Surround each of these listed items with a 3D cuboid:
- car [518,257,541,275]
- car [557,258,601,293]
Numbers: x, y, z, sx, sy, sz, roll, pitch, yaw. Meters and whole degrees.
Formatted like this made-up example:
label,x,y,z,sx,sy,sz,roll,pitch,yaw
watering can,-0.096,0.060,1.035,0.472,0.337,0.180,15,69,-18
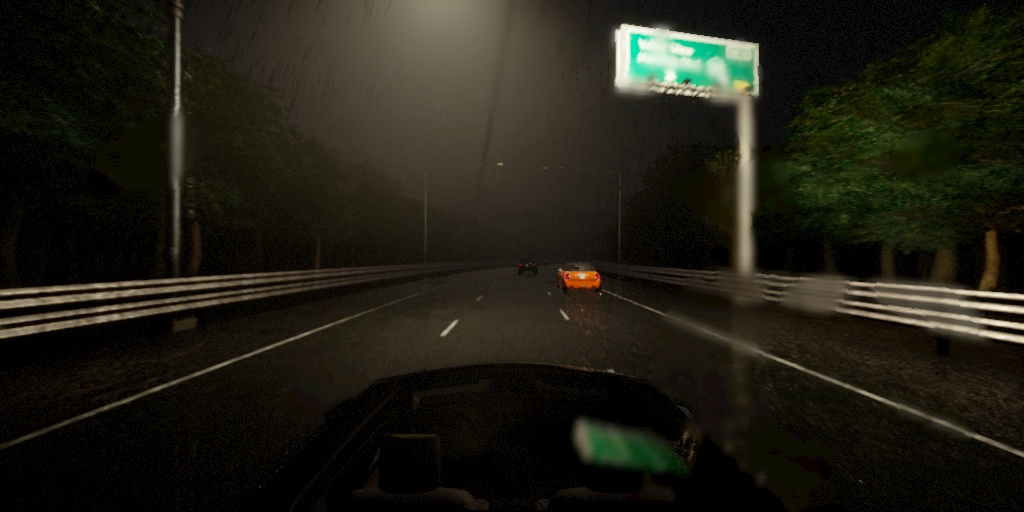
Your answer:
label,x,y,z,sx,sy,sz,roll,pitch,yaw
car,1.992,1.163,43.554,2.150,2.045,5.566,0,0,6
car,3.920,1.177,21.562,2.097,1.767,4.553,0,0,3
